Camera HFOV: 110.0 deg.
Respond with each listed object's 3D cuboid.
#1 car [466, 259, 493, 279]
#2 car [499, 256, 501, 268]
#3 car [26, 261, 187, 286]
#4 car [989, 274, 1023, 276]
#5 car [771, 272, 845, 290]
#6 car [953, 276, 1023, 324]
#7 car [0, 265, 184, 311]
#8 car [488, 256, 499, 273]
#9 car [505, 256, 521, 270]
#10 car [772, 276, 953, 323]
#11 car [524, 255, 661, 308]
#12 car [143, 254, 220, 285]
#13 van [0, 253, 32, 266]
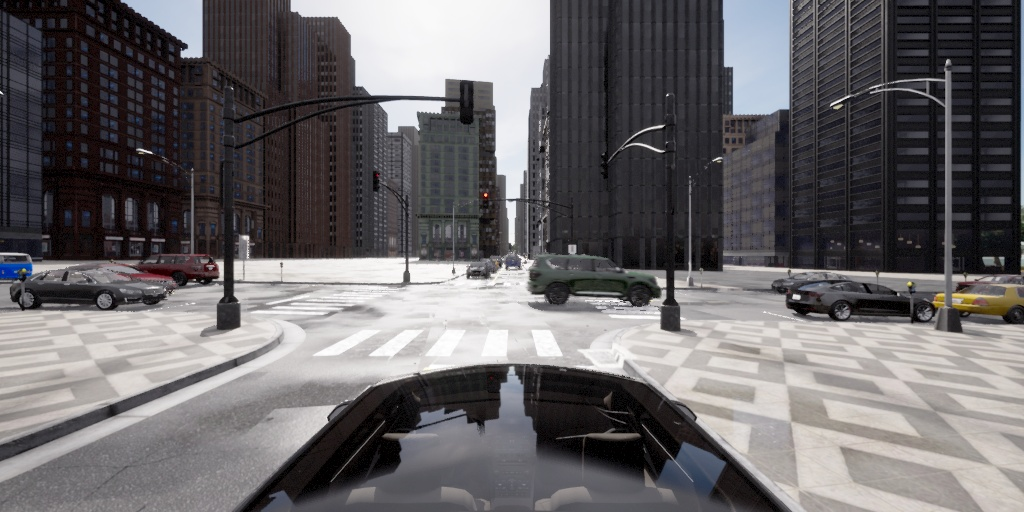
[{"bbox_3d":[-3.052,1.251,33.224,1.837,1.490,4.892,0,0,0],"label":"car"},{"bbox_3d":[-3.013,1.222,52.476,1.882,1.535,5.008,0,0,0],"label":"car"},{"bbox_3d":[-17.216,1.054,15.388,4.674,1.442,1.812,1,0,0],"label":"car"},{"bbox_3d":[29.095,1.764,21.174,4.507,1.381,1.888,0,0,0],"label":"car"},{"bbox_3d":[17.809,1.589,21.193,4.403,1.370,2.007,0,0,0],"label":"car"},{"bbox_3d":[17.956,1.570,12.668,4.829,1.417,1.751,0,0,0],"label":"car"},{"bbox_3d":[-14.764,1.115,12.629,4.403,1.370,2.007,0,0,0],"label":"car"},{"bbox_3d":[-3.035,1.098,42.277,2.097,1.767,4.553,0,0,0],"label":"car"},{"bbox_3d":[0.180,0.964,54.385,2.150,2.045,5.566,0,0,0],"label":"car"},{"bbox_3d":[12.143,1.523,12.678,4.313,1.339,1.948,0,0,0],"label":"car"},{"bbox_3d":[3.376,1.008,15.352,5.566,2.045,2.150,2,0,0],"label":"car"},{"bbox_3d":[-20.197,0.797,21.164,5.009,1.841,2.192,0,0,0],"label":"car"},{"bbox_3d":[-31.116,0.678,21.183,3.998,1.789,1.690,0,0,0],"label":"van"}]
